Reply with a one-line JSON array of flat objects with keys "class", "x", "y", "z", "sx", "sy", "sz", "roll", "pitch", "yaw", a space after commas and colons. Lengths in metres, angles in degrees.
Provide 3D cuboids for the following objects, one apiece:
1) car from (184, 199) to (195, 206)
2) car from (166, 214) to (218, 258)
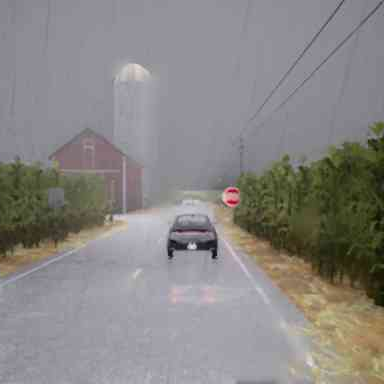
[{"class": "car", "x": -0.432, "y": 2.307, "z": 73.209, "sx": 1.812, "sy": 1.442, "sz": 4.674, "roll": 0, "pitch": -1, "yaw": 4}, {"class": "car", "x": 0.026, "y": 1.639, "z": 13.494, "sx": 2.128, "sy": 1.511, "sz": 4.902, "roll": 0, "pitch": 0, "yaw": 1}]
